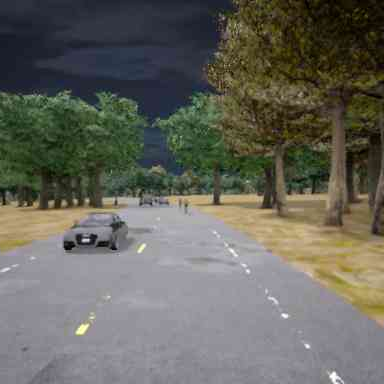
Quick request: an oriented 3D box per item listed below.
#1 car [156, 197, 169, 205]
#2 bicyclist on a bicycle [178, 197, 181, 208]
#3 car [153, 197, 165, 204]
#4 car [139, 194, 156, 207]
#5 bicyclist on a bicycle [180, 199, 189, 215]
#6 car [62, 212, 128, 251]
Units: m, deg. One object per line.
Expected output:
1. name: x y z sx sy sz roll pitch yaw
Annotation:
1. car: -5.492 1.809 65.129 2.033 1.411 5.357 0 -1 -9
2. bicyclist on a bicycle: -1.477 1.538 42.873 0.582 1.620 1.656 0 -1 -6
3. car: -7.632 1.900 76.688 2.128 1.511 4.902 0 -1 -12
4. car: -7.601 1.391 55.282 2.150 2.045 5.566 0 0 -8
5. bicyclist on a bicycle: -0.590 1.497 33.914 0.582 1.620 1.656 0 -1 -5
6. car: -3.925 1.573 14.099 1.994 1.385 4.181 0 0 -2
